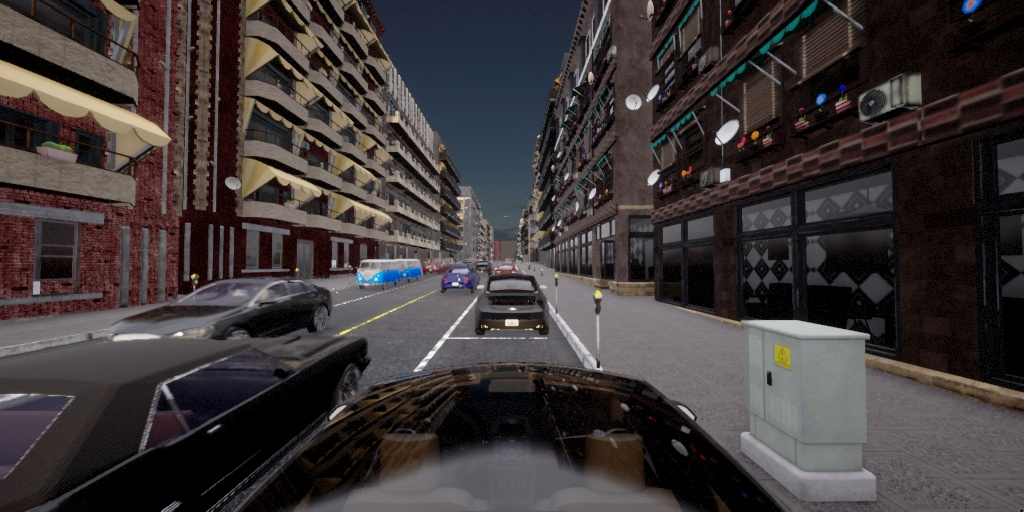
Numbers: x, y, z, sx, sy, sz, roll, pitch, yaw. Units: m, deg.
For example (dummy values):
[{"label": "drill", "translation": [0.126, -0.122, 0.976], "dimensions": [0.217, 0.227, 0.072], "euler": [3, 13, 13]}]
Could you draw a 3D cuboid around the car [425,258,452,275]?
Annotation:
[{"label": "car", "translation": [-8.336, 1.115, 39.194], "dimensions": [2.192, 1.841, 5.009], "euler": [0, 0, 0]}]

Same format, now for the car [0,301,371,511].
[{"label": "car", "translation": [-2.920, 1.351, 2.956], "dimensions": [1.895, 1.301, 4.718], "euler": [0, 0, 0]}]

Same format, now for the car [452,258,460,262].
[{"label": "car", "translation": [-8.336, 1.128, 44.724], "dimensions": [2.192, 1.841, 5.009], "euler": [0, 0, 0]}]

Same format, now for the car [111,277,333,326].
[{"label": "car", "translation": [-5.872, 1.245, 7.975], "dimensions": [2.128, 1.511, 4.902], "euler": [0, 0, 0]}]

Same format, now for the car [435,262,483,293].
[{"label": "car", "translation": [-2.921, 1.290, 20.828], "dimensions": [1.812, 1.442, 4.674], "euler": [0, 0, 0]}]

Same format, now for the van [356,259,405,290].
[{"label": "van", "translation": [-8.336, 1.108, 22.602], "dimensions": [1.690, 1.789, 3.998], "euler": [0, 0, 0]}]

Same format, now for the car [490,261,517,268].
[{"label": "car", "translation": [-0.453, 1.322, 28.072], "dimensions": [1.888, 1.381, 4.507], "euler": [0, 0, 0]}]

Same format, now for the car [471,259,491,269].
[{"label": "car", "translation": [-3.023, 1.303, 38.415], "dimensions": [1.837, 1.490, 4.892], "euler": [0, 0, 0]}]

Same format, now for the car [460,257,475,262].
[{"label": "car", "translation": [-5.773, 0.978, 48.655], "dimensions": [2.033, 1.411, 5.357], "euler": [0, 0, 0]}]

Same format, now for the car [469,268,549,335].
[{"label": "car", "translation": [0.000, 1.259, 10.503], "dimensions": [1.837, 1.490, 4.892], "euler": [0, 0, 0]}]

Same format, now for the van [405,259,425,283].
[{"label": "van", "translation": [-8.336, 1.118, 28.134], "dimensions": [1.690, 1.789, 3.998], "euler": [0, 0, 0]}]

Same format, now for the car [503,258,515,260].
[{"label": "car", "translation": [-0.446, 1.240, 39.134], "dimensions": [1.967, 1.591, 4.097], "euler": [0, 0, 0]}]
